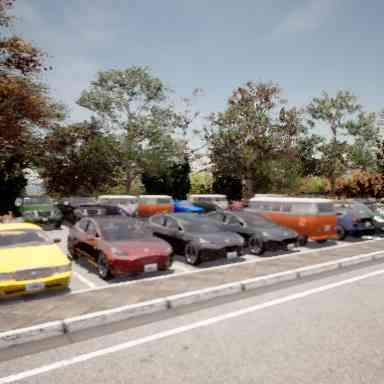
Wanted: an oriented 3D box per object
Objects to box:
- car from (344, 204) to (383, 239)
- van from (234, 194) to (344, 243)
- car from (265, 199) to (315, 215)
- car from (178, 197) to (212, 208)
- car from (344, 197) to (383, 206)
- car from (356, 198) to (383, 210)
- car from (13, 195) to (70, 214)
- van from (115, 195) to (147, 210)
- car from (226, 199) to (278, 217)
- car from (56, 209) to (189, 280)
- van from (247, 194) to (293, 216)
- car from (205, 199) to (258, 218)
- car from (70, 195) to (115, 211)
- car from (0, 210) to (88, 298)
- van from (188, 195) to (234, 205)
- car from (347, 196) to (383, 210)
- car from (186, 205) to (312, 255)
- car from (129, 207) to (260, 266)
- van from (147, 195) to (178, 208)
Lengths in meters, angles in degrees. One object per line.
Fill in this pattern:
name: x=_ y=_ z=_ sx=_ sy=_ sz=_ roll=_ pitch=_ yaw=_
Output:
car: x=6.584 y=1.500 z=16.892 sx=2.163 sy=1.488 sz=4.792 roll=0 pitch=0 yaw=-35
van: x=4.270 y=1.250 z=15.354 sx=1.878 sy=1.987 sz=4.442 roll=0 pitch=0 yaw=-35
car: x=10.374 y=1.529 z=35.564 sx=2.163 sy=1.488 sz=4.792 roll=0 pitch=0 yaw=-35
car: x=-0.927 y=1.467 z=27.570 sx=2.097 sy=1.535 sz=5.008 roll=0 pitch=0 yaw=-35
car: x=8.843 y=1.341 z=18.500 sx=2.185 sy=1.767 sz=4.553 roll=0 pitch=0 yaw=-35
car: x=26.062 y=1.626 z=46.747 sx=2.097 sy=1.535 sz=5.008 roll=0 pitch=0 yaw=-35
car: x=-9.938 y=1.240 z=21.122 sx=2.435 sy=2.045 sz=5.566 roll=0 pitch=0 yaw=-35
van: x=-5.372 y=1.254 z=24.260 sx=1.878 sy=1.987 sz=4.442 roll=0 pitch=0 yaw=-35
car: x=5.723 y=1.500 z=32.328 sx=2.163 sy=1.488 sz=4.792 roll=0 pitch=0 yaw=-35
car: x=-2.433 y=1.523 z=10.409 sx=2.163 sy=1.488 sz=4.792 roll=0 pitch=0 yaw=-35
van: x=7.932 y=1.257 z=34.006 sx=1.878 sy=1.987 sz=4.442 roll=0 pitch=0 yaw=-35
car: x=3.572 y=1.494 z=30.799 sx=2.163 sy=1.488 sz=4.792 roll=0 pitch=0 yaw=-35
car: x=-7.681 y=1.234 z=22.728 sx=2.435 sy=2.045 sz=5.566 roll=0 pitch=0 yaw=-35
car: x=-4.605 y=1.497 z=8.673 sx=1.946 sy=1.575 sz=5.366 roll=0 pitch=0 yaw=-35
van: x=1.409 y=1.239 z=29.092 sx=1.878 sy=1.987 sz=4.442 roll=0 pitch=0 yaw=-36
car: x=23.783 y=1.482 z=45.171 sx=2.185 sy=1.767 sz=4.553 roll=0 pitch=0 yaw=-35
car: x=2.093 y=1.511 z=13.626 sx=2.163 sy=1.488 sz=4.792 roll=0 pitch=0 yaw=-35
car: x=-0.170 y=1.517 z=12.018 sx=2.163 sy=1.488 sz=4.792 roll=0 pitch=0 yaw=-35
van: x=-3.249 y=1.248 z=26.056 sx=1.878 sy=1.987 sz=4.442 roll=0 pitch=0 yaw=-35
